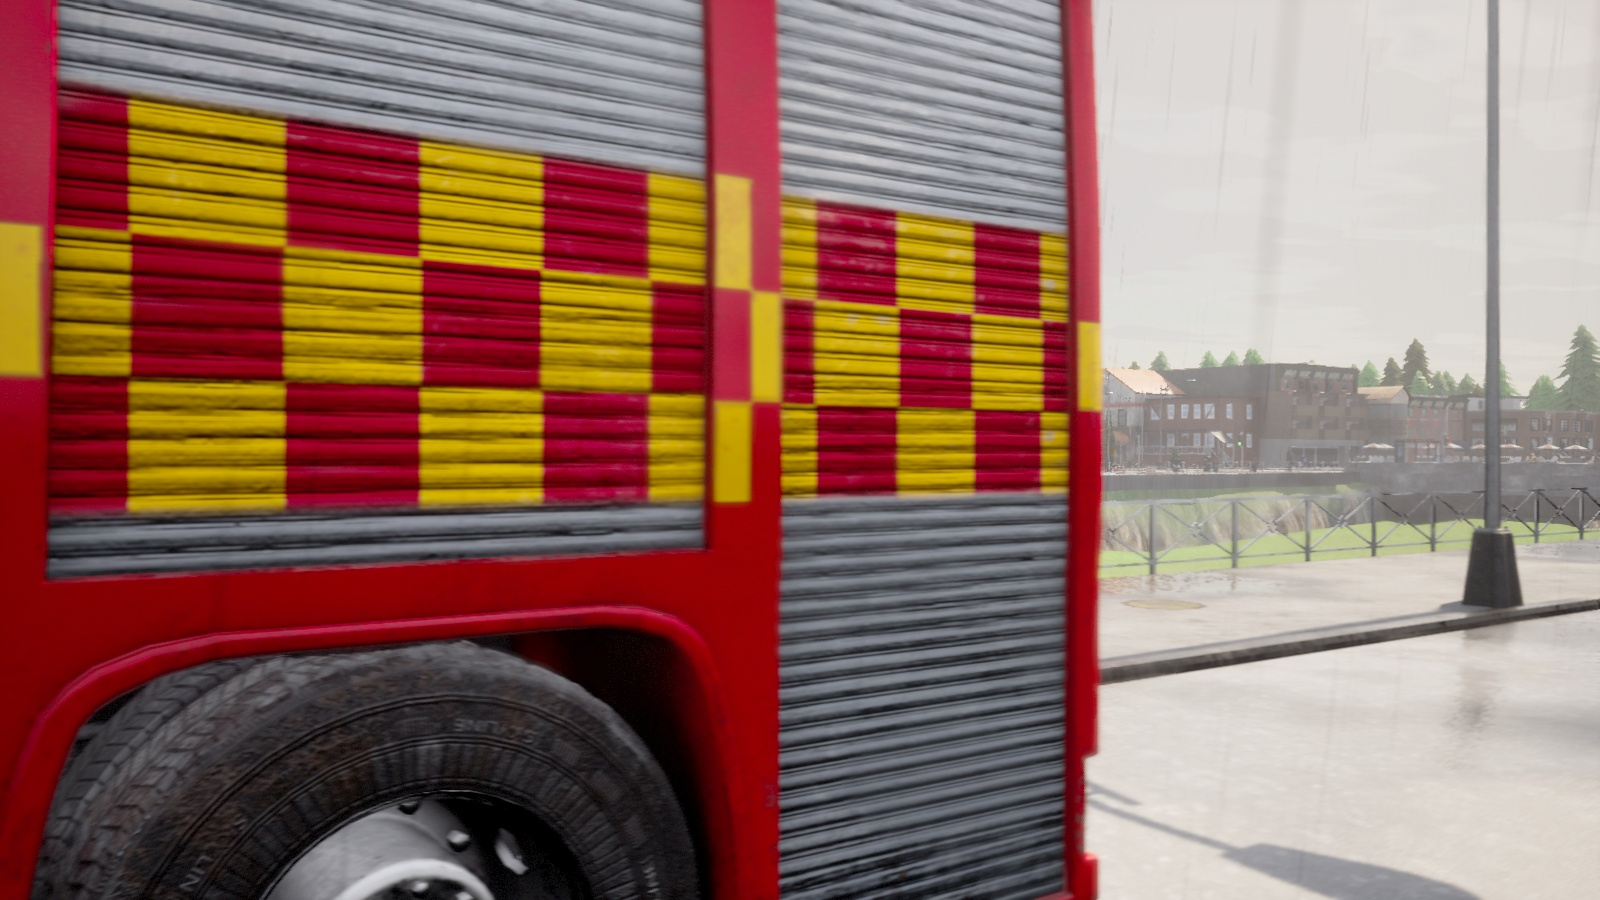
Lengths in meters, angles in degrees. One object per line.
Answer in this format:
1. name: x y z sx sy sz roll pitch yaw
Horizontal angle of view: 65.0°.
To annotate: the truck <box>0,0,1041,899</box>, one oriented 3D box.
1. truck: -3.751 -0.408 1.664 8.468 3.827 2.891 0 0 -35
